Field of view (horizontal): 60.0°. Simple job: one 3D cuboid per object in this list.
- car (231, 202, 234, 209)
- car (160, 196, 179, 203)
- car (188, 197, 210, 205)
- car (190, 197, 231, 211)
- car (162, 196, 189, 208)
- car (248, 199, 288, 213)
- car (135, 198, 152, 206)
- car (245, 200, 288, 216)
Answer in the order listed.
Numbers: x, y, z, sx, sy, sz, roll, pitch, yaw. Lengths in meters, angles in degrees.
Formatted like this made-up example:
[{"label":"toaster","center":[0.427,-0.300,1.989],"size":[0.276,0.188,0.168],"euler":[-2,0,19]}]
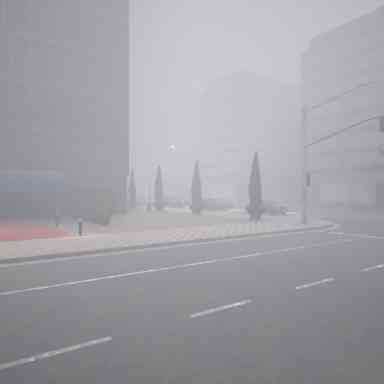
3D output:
[{"label":"car","center":[3.752,1.564,44.849],"size":[1.994,1.385,4.181],"euler":[0,0,-35]},{"label":"car","center":[-4.707,1.600,69.595],"size":[1.895,1.301,4.718],"euler":[0,0,-34]},{"label":"car","center":[1.289,1.563,60.942],"size":[1.994,1.385,4.181],"euler":[0,0,-34]},{"label":"car","center":[2.166,1.505,41.004],"size":[1.837,1.490,4.892],"euler":[0,0,-35]},{"label":"car","center":[-3.005,1.352,48.426],"size":[2.097,1.767,4.553],"euler":[0,0,-35]},{"label":"car","center":[8.561,1.564,37.958],"size":[1.994,1.385,4.181],"euler":[0,0,-35]},{"label":"car","center":[-8.576,1.601,56.463],"size":[1.895,1.301,4.718],"euler":[0,0,-34]},{"label":"car","center":[7.415,1.526,33.484],"size":[1.812,1.442,4.674],"euler":[0,0,-38]}]
